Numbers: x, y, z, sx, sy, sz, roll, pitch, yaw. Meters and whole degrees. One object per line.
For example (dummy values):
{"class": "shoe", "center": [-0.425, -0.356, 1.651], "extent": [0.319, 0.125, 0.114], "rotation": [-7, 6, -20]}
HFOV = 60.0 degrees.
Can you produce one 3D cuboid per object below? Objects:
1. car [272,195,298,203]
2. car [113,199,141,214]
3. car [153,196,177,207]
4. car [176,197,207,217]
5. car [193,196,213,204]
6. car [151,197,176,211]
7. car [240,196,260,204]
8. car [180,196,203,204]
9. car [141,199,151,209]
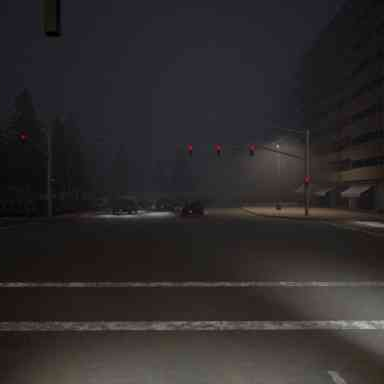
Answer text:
{"class": "car", "center": [18.506, 1.478, 67.505], "extent": [5.008, 1.535, 1.882], "rotation": [0, 0, -33]}
{"class": "car", "center": [-6.952, 1.526, 35.004], "extent": [1.812, 1.442, 4.674], "rotation": [0, 0, 2]}
{"class": "car", "center": [-4.280, 1.491, 53.926], "extent": [2.128, 1.511, 4.902], "rotation": [0, 0, 20]}
{"class": "car", "center": [0.065, 1.489, 31.128], "extent": [2.128, 1.511, 4.902], "rotation": [0, 0, 4]}
{"class": "car", "center": [1.991, 1.601, 59.544], "extent": [1.895, 1.301, 4.718], "rotation": [0, 0, 31]}
{"class": "car", "center": [-3.217, 1.491, 40.587], "extent": [2.128, 1.511, 4.902], "rotation": [0, 0, 4]}
{"class": "car", "center": [11.640, 1.491, 66.179], "extent": [4.902, 1.511, 2.128], "rotation": [0, 0, -45]}
{"class": "car", "center": [-0.023, 1.491, 63.087], "extent": [2.128, 1.511, 4.902], "rotation": [0, 0, 32]}
{"class": "car", "center": [-6.407, 1.601, 44.083], "extent": [1.895, 1.301, 4.718], "rotation": [0, 0, 6]}
